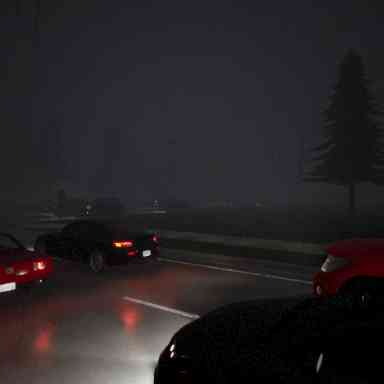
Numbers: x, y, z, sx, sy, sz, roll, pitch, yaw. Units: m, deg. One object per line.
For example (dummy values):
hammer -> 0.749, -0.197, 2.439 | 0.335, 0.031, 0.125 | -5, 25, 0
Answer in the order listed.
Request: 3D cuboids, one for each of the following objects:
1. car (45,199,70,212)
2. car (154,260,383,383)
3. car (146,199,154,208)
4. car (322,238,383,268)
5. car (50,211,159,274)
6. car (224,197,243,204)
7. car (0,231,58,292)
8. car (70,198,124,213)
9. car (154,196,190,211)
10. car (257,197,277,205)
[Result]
car -> -13.514, 1.504, 36.311 | 1.837, 1.490, 4.892 | 0, 0, 37
car -> 1.673, 1.564, 2.787 | 4.181, 1.385, 1.994 | 0, 0, 36
car -> -4.550, 1.351, 48.396 | 2.097, 1.767, 4.553 | 0, 0, 37
car -> 4.765, 1.221, 4.866 | 5.566, 2.045, 2.150 | 0, 0, 36
car -> -3.107, 1.526, 10.536 | 4.674, 1.442, 1.812 | 0, 0, 36
car -> 8.248, 1.600, 65.492 | 1.895, 1.301, 4.718 | 0, 0, 37
car -> -5.441, 1.601, 7.906 | 4.718, 1.301, 1.895 | 0, 0, 36
car -> -8.593, 1.352, 31.186 | 2.097, 1.767, 4.553 | 0, 0, 36
car -> -2.106, 1.564, 39.942 | 1.994, 1.385, 4.181 | 0, 0, 37
car -> 13.959, 1.555, 61.439 | 2.033, 1.411, 5.357 | 0, 0, 37
